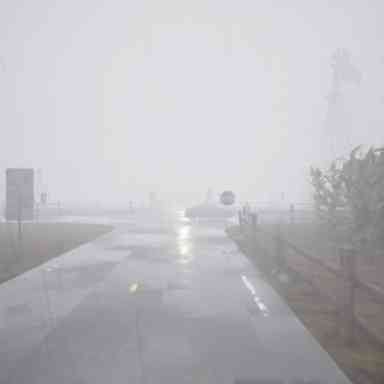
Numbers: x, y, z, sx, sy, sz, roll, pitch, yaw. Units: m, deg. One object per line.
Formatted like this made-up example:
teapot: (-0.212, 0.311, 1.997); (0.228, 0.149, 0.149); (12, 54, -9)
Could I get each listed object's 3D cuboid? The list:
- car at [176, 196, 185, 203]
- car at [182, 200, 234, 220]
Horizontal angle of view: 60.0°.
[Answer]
car: (-2.747, 1.825, 79.938); (2.097, 1.767, 4.553); (0, -1, 0)
car: (1.454, 1.634, 28.059); (4.181, 1.385, 1.994); (0, 0, 0)
